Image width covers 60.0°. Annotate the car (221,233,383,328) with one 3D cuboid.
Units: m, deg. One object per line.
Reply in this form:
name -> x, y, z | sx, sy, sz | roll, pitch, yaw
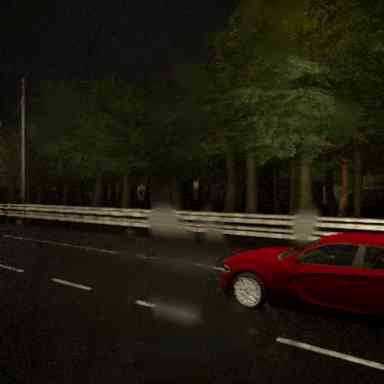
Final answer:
car -> 2.894, 1.496, 6.102 | 5.008, 1.535, 1.882 | 0, 0, 35
